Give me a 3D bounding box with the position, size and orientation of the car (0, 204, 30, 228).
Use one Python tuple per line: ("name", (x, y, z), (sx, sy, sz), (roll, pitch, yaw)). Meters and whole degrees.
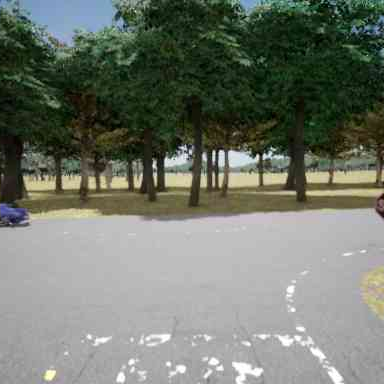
("car", (-13.154, 1.540, 21.780), (4.674, 1.442, 1.812), (-1, 3, 0))
